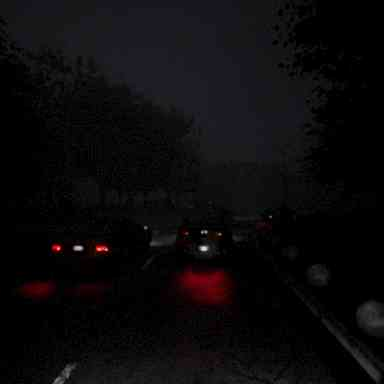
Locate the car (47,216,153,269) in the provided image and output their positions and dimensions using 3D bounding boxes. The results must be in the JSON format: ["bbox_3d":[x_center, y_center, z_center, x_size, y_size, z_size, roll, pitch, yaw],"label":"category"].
[{"bbox_3d":[-2.699,1.502,11.030,2.033,1.411,5.357,0,0,5],"label":"car"}]

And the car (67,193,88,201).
[{"bbox_3d":[-30.475,1.691,87.428,4.553,1.767,2.185,0,0,-14],"label":"car"}]

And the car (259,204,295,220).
[{"bbox_3d":[7.405,1.707,28.455,1.895,1.301,4.718,0,-1,31],"label":"car"}]

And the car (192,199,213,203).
[{"bbox_3d":[1.925,1.908,57.103,4.181,1.385,1.994,0,-1,37],"label":"car"}]

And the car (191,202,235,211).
[{"bbox_3d":[1.583,1.661,25.345,1.895,1.301,4.718,0,-1,32],"label":"car"}]

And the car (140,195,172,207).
[{"bbox_3d":[-5.939,1.817,57.847,4.902,1.511,2.128,0,-1,20],"label":"car"}]

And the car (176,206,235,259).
[{"bbox_3d":[0.486,1.471,12.465,1.837,1.490,4.892,0,0,3],"label":"car"}]
